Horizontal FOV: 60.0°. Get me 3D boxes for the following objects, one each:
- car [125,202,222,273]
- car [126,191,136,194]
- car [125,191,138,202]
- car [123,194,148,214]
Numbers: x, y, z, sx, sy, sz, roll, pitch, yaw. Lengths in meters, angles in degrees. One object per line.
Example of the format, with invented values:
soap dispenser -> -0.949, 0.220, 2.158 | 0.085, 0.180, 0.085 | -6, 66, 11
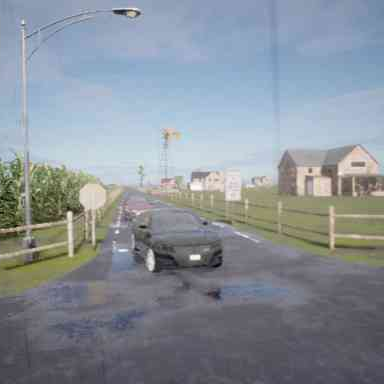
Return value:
car -> -0.710, 1.269, 10.339 | 1.882, 1.535, 5.008 | -1, 1, -18
car -> -6.298, 0.932, 35.633 | 1.994, 1.385, 4.181 | -1, 1, -11
car -> -9.352, 0.663, 51.214 | 1.837, 1.490, 4.892 | -1, 1, -11
car -> -3.804, 1.102, 23.251 | 1.812, 1.442, 4.674 | -1, 1, -12
